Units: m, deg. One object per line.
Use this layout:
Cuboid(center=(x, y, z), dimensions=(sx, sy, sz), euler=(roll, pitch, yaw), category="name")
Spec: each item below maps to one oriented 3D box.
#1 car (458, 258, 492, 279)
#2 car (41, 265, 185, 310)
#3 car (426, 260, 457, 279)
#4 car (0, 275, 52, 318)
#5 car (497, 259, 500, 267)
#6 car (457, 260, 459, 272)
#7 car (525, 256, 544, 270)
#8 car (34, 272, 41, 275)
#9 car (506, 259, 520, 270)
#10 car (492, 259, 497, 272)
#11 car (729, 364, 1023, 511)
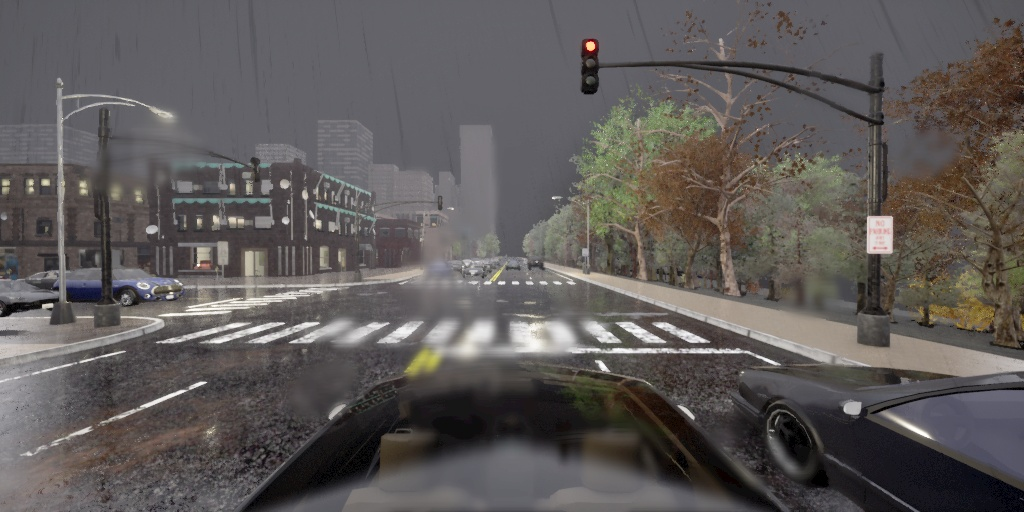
Cuboid(center=(-3.300, 1.232, 33.009), dimensions=(2.128, 1.511, 4.902), euler=(0, 0, 0), category="car")
Cuboid(center=(-17.794, 1.299, 16.360), dimensions=(4.553, 1.767, 2.097), euler=(-1, 1, 2), category="car")
Cuboid(center=(-6.552, 1.266, 33.022), dimensions=(1.812, 1.442, 4.674), euler=(0, 0, 0), category="car")
Cuboid(center=(-19.930, 1.565, 13.725), dimensions=(4.313, 1.339, 1.948), euler=(0, 0, 0), category="car")
Cuboid(center=(-3.267, 1.223, 52.820), dimensions=(2.128, 1.511, 4.902), euler=(0, 0, 0), category="car")
Cuboid(center=(-6.537, 1.241, 42.282), dimensions=(1.837, 1.490, 4.892), euler=(0, 0, 0), category="car")
Cuboid(center=(3.419, 0.953, 52.568), dimensions=(2.150, 2.045, 5.566), euler=(0, 0, 0), category="car")
Cuboid(center=(-28.252, 1.560, 22.249), dimensions=(4.403, 1.370, 2.007), euler=(0, 0, 0), category="car")
Cuboid(center=(0.170, 1.296, 52.352), dimensions=(1.994, 1.385, 4.181), euler=(0, 0, 0), category="car")
Cuboid(center=(-3.285, 1.228, 42.414), dimensions=(2.128, 1.511, 4.902), euler=(0, 0, 0), category="car")
Cuboid(center=(3.350, 1.297, 1.544), dimensions=(2.033, 1.411, 5.357), euler=(0, 0, 0), category="car")
